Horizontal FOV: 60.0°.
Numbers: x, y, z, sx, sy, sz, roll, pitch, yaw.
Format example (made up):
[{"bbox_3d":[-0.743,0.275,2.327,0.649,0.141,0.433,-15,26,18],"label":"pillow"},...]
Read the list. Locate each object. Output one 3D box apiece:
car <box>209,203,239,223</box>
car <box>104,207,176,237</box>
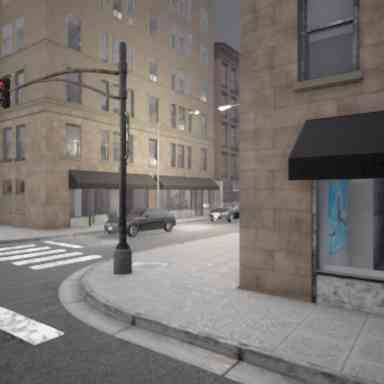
[{"bbox_3d":[3.243,1.649,27.446,2.128,1.511,4.902,0,0,35],"label":"car"},{"bbox_3d":[-2.787,1.622,18.949,1.812,1.442,4.674,0,0,37],"label":"car"}]
